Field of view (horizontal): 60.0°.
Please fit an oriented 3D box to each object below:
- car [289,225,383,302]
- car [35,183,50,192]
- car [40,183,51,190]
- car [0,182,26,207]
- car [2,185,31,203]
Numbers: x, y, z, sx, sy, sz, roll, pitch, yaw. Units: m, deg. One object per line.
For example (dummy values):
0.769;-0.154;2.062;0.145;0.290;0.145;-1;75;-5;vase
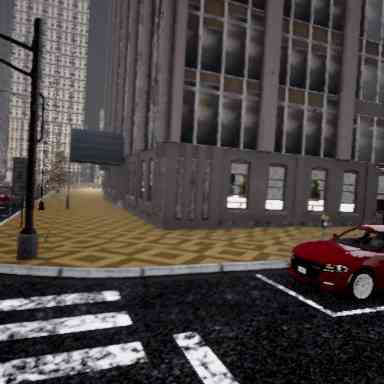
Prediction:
4.424;1.457;7.749;4.507;1.381;1.887;2;3;-21;car
-26.275;-0.745;57.976;1.802;1.307;4.206;2;1;-20;car
-30.150;-1.189;68.571;1.752;1.417;4.829;2;1;-20;car
-14.813;0.260;26.665;1.967;1.590;4.097;2;1;-20;car
-16.785;0.148;32.044;1.752;1.417;4.829;2;1;-20;car
